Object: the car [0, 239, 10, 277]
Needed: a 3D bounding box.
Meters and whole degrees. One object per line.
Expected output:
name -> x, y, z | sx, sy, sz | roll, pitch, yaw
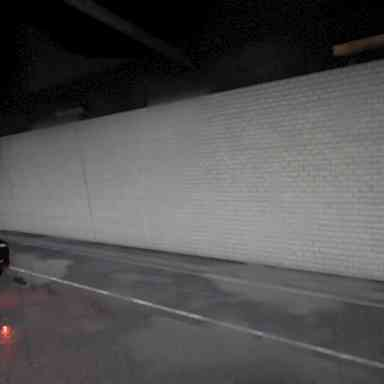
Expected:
car -> -6.723, 1.492, 8.789 | 4.902, 1.511, 2.128 | 0, 0, 36
